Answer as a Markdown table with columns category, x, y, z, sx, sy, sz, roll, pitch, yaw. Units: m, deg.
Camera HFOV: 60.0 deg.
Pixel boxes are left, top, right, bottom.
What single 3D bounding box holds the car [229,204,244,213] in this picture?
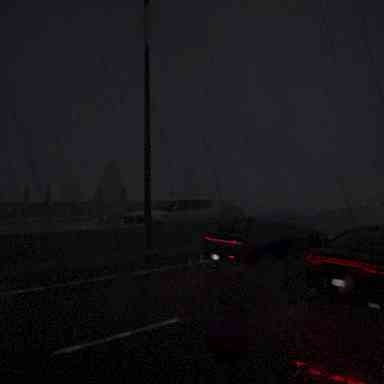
| category | x | y | z | sx | sy | sz | roll | pitch | yaw |
| --- | --- | --- | --- | --- | --- | --- | --- | --- | --- |
| car | 1.982 | 1.585 | 24.571 | 2.128 | 1.511 | 4.902 | 0 | 0 | 43 |

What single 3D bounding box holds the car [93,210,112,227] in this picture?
| category | x | y | z | sx | sy | sz | roll | pitch | yaw |
| --- | --- | --- | --- | --- | --- | --- | --- | --- | --- |
| car | -4.500 | 1.591 | 23.135 | 4.674 | 1.442 | 1.812 | 0 | 0 | -43 |

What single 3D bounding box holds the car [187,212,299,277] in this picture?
| category | x | y | z | sx | sy | sz | roll | pitch | yaw |
| --- | --- | --- | --- | --- | --- | --- | --- | --- | --- |
| car | 2.489 | 1.530 | 10.464 | 4.902 | 1.511 | 2.128 | 0 | 0 | -40 |

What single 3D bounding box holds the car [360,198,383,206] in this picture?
| category | x | y | z | sx | sy | sz | roll | pitch | yaw |
| --- | --- | --- | --- | --- | --- | --- | --- | --- | --- |
| car | 26.653 | 1.605 | 48.731 | 2.097 | 1.767 | 4.553 | 0 | 0 | 39 |

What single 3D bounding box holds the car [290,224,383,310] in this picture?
| category | x | y | z | sx | sy | sz | roll | pitch | yaw |
| --- | --- | --- | --- | --- | --- | --- | --- | --- | --- |
| car | 4.583 | 1.510 | 7.654 | 5.008 | 1.535 | 1.882 | 0 | 0 | -40 |

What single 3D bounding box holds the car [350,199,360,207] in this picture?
| category | x | y | z | sx | sy | sz | roll | pitch | yaw |
| --- | --- | --- | --- | --- | --- | --- | --- | --- | --- |
| car | 28.396 | 1.840 | 56.381 | 2.033 | 1.411 | 5.357 | 0 | 0 | 40 |

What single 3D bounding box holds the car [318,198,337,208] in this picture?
| category | x | y | z | sx | sy | sz | roll | pitch | yaw |
| --- | --- | --- | --- | --- | --- | --- | --- | --- | --- |
| car | 22.248 | 1.752 | 54.401 | 1.882 | 1.535 | 5.008 | 0 | 0 | 39 |

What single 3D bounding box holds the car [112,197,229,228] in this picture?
| category | x | y | z | sx | sy | sz | roll | pitch | yaw |
| --- | --- | --- | --- | --- | --- | --- | --- | --- | --- |
| car | -0.911 | 1.272 | 16.940 | 5.566 | 2.045 | 2.150 | 0 | 0 | -42 |
